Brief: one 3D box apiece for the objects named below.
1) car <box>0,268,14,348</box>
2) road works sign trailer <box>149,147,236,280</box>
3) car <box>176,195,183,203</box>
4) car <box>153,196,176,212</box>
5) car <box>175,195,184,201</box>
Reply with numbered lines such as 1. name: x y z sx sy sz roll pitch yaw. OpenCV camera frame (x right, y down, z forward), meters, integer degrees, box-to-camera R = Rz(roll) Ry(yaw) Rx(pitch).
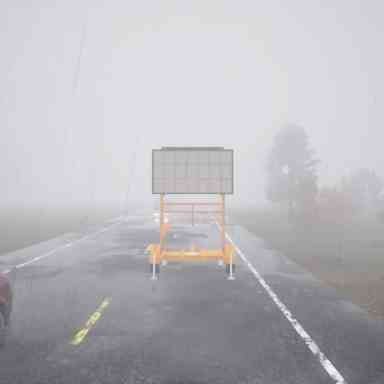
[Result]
1. car: -3.594 1.526 3.255 1.812 1.442 4.674 0 0 0
2. road works sign trailer: 0.019 0.465 9.955 2.380 3.560 2.880 0 0 0
3. car: -3.368 1.524 68.694 1.882 1.535 5.008 0 0 0
4. car: -3.425 1.508 38.973 2.128 1.511 4.902 0 0 0
5. car: -3.327 1.567 89.960 2.128 1.511 4.902 0 0 0
